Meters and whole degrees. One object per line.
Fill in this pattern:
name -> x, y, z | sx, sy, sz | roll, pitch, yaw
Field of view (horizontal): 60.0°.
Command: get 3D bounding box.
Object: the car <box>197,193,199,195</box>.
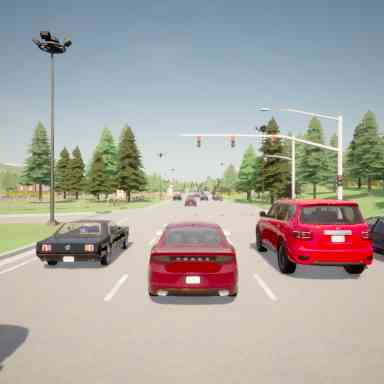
car -> 3.142, 1.357, 94.296 | 2.128, 1.511, 4.902 | 0, 0, 0

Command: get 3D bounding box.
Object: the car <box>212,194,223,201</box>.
car -> 6.682, 1.516, 83.889 | 2.128, 1.511, 4.902 | 0, 0, 0

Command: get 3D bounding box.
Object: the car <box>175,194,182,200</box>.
car -> -3.858, 1.310, 94.269 | 1.882, 1.535, 5.008 | 0, 0, 0

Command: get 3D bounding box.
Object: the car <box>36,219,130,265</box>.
car -> -3.463, 1.601, 11.582 | 1.895, 1.301, 4.718 | 0, 0, 0

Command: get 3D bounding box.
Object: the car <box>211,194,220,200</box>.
car -> 6.642, 1.372, 94.309 | 2.033, 1.411, 5.357 | 0, 0, 0

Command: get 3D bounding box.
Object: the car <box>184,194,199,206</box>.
car -> -0.201, 1.525, 53.250 | 1.812, 1.442, 4.674 | 0, 0, 0

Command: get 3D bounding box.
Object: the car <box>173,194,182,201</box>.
car -> -3.818, 1.469, 83.849 | 1.882, 1.535, 5.008 | 0, 0, 0

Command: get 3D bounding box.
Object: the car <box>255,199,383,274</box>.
car -> 3.533, 1.221, 10.698 | 2.150, 2.045, 5.566 | 0, 0, 0

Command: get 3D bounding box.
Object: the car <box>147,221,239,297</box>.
car -> 0.030, 1.478, 8.648 | 1.882, 1.535, 5.008 | 0, 0, 0

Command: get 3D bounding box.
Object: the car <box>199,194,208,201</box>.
car -> 3.180, 1.516, 84.293 | 1.812, 1.442, 4.674 | 0, 0, 0

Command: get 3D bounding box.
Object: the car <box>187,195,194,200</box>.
car -> -0.358, 1.427, 94.313 | 1.895, 1.301, 4.718 | 0, 0, 0
